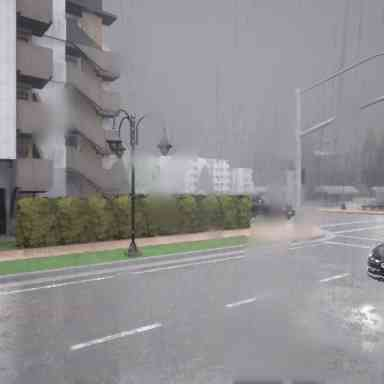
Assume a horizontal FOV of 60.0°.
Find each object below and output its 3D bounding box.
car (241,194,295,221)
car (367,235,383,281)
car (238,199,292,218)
[{"bbox_3d":[5.690,1.221,27.279,2.150,2.045,5.566,0,0,-38],"label":"car"},{"bbox_3d":[6.448,1.505,8.634,4.892,1.490,1.837,0,0,-36],"label":"car"},{"bbox_3d":[6.794,1.478,31.596,1.882,1.535,5.008,0,0,-37],"label":"car"}]
